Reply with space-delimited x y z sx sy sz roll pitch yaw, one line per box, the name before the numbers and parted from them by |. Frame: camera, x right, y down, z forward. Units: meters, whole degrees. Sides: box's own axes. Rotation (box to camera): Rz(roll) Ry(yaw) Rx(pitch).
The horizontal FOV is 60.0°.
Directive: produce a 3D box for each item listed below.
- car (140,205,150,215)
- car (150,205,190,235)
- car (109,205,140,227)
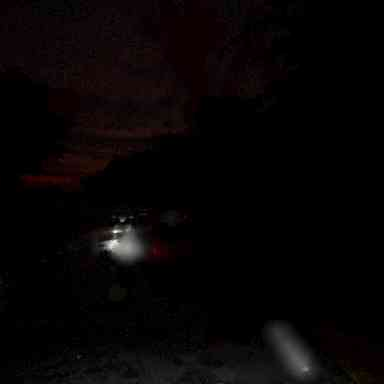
car | -7.078 2.598 47.996 1.994 1.385 4.181 0 -2 -16
car | -1.383 1.556 20.538 2.097 1.767 4.553 0 -1 -7
car | -5.418 1.845 26.299 2.128 1.511 4.902 0 -1 -10
